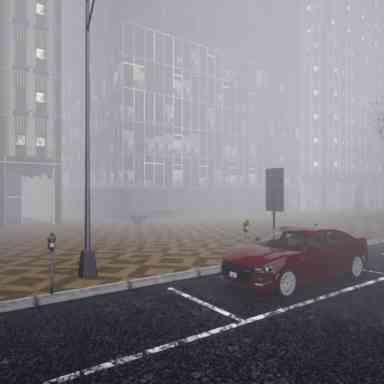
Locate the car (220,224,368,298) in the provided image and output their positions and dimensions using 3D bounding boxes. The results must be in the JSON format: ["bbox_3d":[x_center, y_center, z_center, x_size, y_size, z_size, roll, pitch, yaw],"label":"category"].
[{"bbox_3d":[2.719,1.544,8.501,4.507,1.381,1.887,0,0,-36],"label":"car"}]
